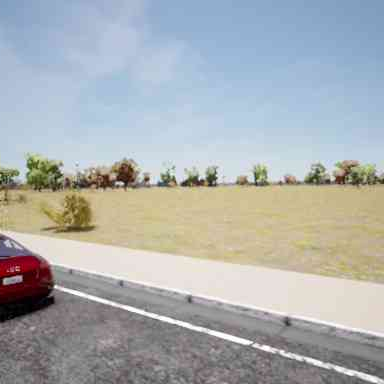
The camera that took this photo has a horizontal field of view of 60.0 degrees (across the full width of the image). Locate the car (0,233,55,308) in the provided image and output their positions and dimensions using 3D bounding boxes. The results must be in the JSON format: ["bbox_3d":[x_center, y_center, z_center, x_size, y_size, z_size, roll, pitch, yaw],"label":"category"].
[{"bbox_3d":[-4.884,1.585,7.269,4.181,1.385,1.994,0,0,36],"label":"car"}]
